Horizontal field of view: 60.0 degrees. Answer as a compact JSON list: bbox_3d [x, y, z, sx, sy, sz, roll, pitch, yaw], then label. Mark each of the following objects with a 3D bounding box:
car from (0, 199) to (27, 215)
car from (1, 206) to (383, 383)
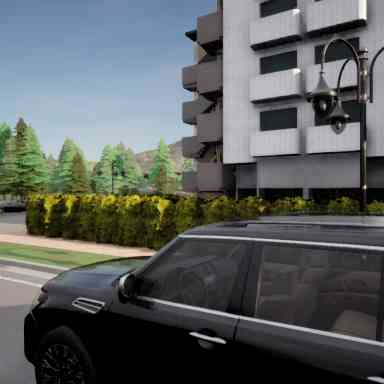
[{"bbox_3d":[-18.133,1.491,33.490,2.128,1.511,4.902,0,0,33],"label":"car"},{"bbox_3d":[0.773,1.221,3.121,5.566,2.045,2.150,0,0,34],"label":"car"}]
